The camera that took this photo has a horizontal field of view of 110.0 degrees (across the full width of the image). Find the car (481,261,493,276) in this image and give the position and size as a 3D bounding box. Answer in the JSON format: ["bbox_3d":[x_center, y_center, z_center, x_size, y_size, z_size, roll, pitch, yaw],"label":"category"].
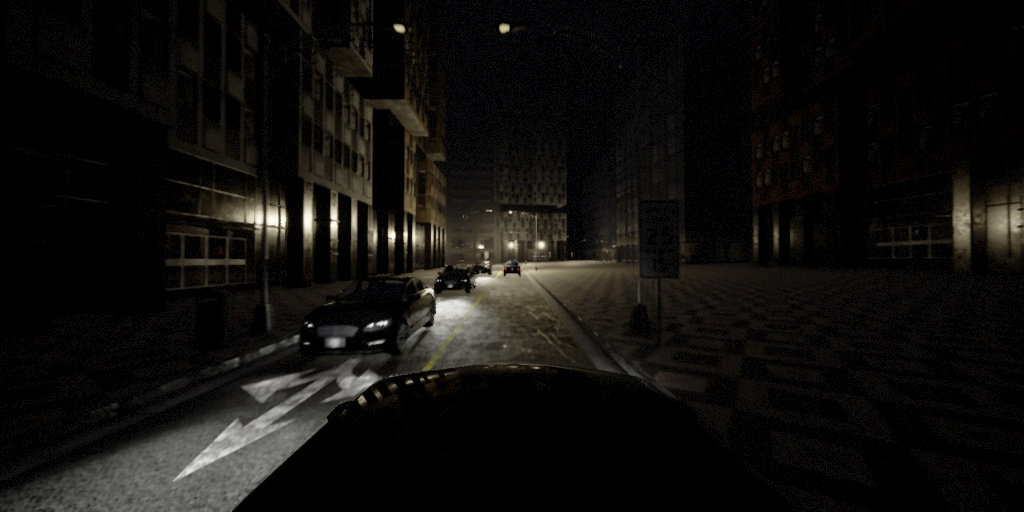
[{"bbox_3d":[-3.036,1.276,37.453,2.128,1.511,4.902,0,0,1],"label":"car"}]

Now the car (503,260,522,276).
[{"bbox_3d":[0.014,1.331,36.854,2.033,1.411,5.357,0,0,0],"label":"car"}]

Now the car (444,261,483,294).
[{"bbox_3d":[-3.088,1.250,20.440,2.128,1.511,4.902,0,0,0],"label":"car"}]

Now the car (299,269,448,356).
[{"bbox_3d":[-3.102,1.241,8.682,2.128,1.511,4.902,0,0,-1],"label":"car"}]
